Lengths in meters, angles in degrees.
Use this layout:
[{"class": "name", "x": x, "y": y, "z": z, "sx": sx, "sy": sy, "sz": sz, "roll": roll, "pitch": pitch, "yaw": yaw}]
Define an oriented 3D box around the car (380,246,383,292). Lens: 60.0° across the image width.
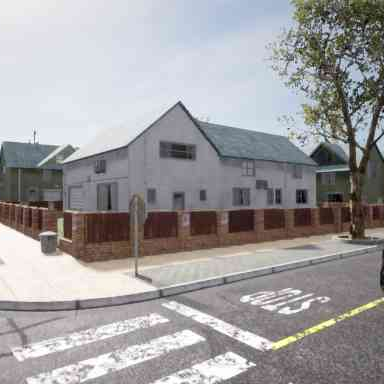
[{"class": "car", "x": 6.097, "y": 1.329, "z": 7.060, "sx": 5.566, "sy": 2.045, "sz": 2.150, "roll": 1, "pitch": -2, "yaw": -38}]
